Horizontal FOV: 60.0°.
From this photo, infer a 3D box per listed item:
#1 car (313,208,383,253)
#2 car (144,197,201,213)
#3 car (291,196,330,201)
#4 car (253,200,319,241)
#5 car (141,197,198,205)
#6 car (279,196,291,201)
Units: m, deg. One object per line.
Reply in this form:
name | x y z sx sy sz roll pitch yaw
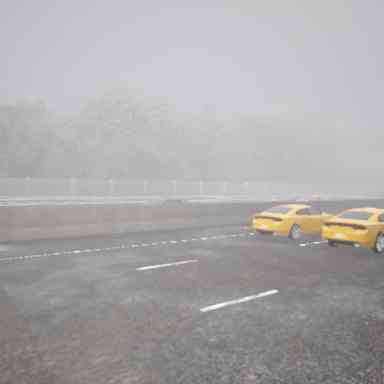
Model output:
car | 7.310 1.400 13.378 5.008 1.535 1.882 0 1 -36
car | -1.860 1.230 32.711 5.357 1.411 2.033 0 1 -35
car | 14.606 1.202 40.120 5.008 1.535 1.882 0 0 -35
car | 5.179 1.360 16.156 5.008 1.535 1.882 0 1 -36
car | -2.237 1.228 28.162 4.892 1.490 1.837 1 0 -35
car | 13.144 1.210 43.367 4.674 1.442 1.812 0 0 -35
